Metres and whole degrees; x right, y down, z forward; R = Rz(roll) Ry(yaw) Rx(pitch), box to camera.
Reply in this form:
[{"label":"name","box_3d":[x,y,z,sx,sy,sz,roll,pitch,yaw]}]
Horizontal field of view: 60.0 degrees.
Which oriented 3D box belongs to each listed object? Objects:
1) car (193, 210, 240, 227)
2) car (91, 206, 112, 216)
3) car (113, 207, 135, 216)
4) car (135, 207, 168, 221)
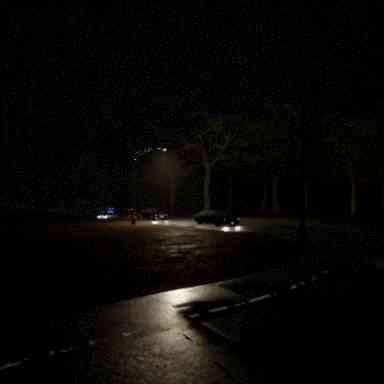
[{"label":"car","box_3d":[2.059,2.291,30.021,2.033,1.411,5.357,0,-2,-29]},{"label":"car","box_3d":[-16.317,3.320,58.334,2.128,1.511,4.902,1,-2,-33]},{"label":"car","box_3d":[-11.266,3.236,57.006,2.128,1.511,4.902,1,-2,-33]},{"label":"car","box_3d":[-4.742,2.663,40.419,1.837,1.490,4.892,1,-1,-33]}]
